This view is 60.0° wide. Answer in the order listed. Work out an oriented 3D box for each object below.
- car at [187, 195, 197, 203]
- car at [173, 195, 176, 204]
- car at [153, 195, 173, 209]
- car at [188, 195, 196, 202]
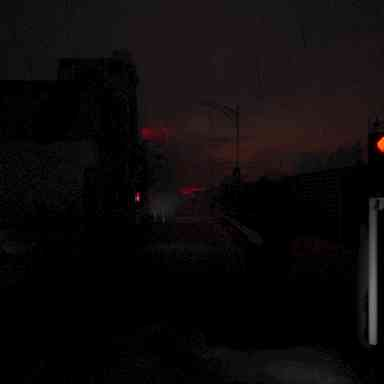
[{"bbox_3d":[0.062,1.478,69.680,1.882,1.535,5.008,0,0,0],"label":"car"},{"bbox_3d":[-4.117,1.601,53.600,1.895,1.301,4.718,0,0,0],"label":"car"},{"bbox_3d":[-4.118,1.491,44.316,2.128,1.511,4.902,0,0,0],"label":"car"},{"bbox_3d":[-0.041,1.524,79.672,1.812,1.442,4.674,0,0,0],"label":"car"}]
